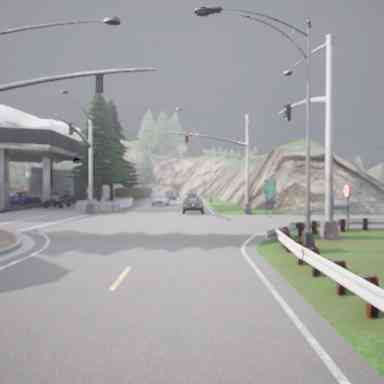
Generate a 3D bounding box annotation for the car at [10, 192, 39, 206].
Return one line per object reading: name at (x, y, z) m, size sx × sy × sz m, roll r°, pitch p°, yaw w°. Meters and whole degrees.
car at (-20.235, 0.842, 40.492) m, size 2.242 × 1.667 × 4.611 m, roll 0°, pitch 1°, yaw -1°

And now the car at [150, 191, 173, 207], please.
car at (-3.593, 0.918, 38.550) m, size 1.812 × 1.442 × 4.674 m, roll 0°, pitch 1°, yaw 0°

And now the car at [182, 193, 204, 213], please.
car at (0.101, 1.084, 29.638) m, size 2.033 × 1.411 × 5.357 m, roll 0°, pitch 1°, yaw 0°

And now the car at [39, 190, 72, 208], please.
car at (-14.528, 0.742, 36.211) m, size 1.905 × 1.878 × 3.866 m, roll 0°, pitch 1°, yaw -1°

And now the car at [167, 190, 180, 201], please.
car at (-3.574, 0.510, 53.431) m, size 2.097 × 1.767 × 4.553 m, roll 0°, pitch 1°, yaw 0°

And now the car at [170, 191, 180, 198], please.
car at (-3.499, 0.464, 69.293) m, size 1.994 × 1.385 × 4.181 m, roll 0°, pitch 1°, yaw 0°

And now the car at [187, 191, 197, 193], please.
car at (0.001, 0.497, 65.314) m, size 1.812 × 1.442 × 4.674 m, roll 0°, pitch 1°, yaw 0°
